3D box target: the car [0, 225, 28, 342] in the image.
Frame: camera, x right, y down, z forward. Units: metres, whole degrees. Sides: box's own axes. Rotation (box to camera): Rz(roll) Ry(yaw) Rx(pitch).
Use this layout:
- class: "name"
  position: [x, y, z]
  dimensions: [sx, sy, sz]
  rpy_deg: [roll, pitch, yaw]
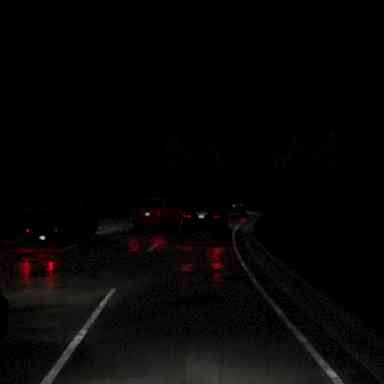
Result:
- class: "car"
  position: [-3.412, 1.235, 1.925]
  dimensions: [2.150, 2.045, 5.566]
  rpy_deg: [0, -1, -1]

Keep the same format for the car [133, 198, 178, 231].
- class: "car"
  position: [-2.158, 1.421, 22.197]
  dimensions: [2.150, 2.045, 5.566]
  rpy_deg: [0, 0, 10]

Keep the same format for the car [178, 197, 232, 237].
- class: "car"
  position: [0.925, 1.392, 19.367]
  dimensions: [2.150, 2.045, 5.566]
  rpy_deg: [0, -1, 9]

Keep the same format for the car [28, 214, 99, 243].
- class: "car"
  position: [-6.416, 1.748, 16.980]
  dimensions: [1.895, 1.301, 4.718]
  rpy_deg: [0, -1, 5]

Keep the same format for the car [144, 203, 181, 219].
- class: "car"
  position: [-2.908, 1.852, 34.007]
  dimensions: [2.033, 1.411, 5.357]
  rpy_deg: [0, -1, 15]

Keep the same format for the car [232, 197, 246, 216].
- class: "car"
  position: [4.678, 1.557, 36.500]
  dimensions: [2.150, 2.045, 5.566]
  rpy_deg: [0, 0, 8]
